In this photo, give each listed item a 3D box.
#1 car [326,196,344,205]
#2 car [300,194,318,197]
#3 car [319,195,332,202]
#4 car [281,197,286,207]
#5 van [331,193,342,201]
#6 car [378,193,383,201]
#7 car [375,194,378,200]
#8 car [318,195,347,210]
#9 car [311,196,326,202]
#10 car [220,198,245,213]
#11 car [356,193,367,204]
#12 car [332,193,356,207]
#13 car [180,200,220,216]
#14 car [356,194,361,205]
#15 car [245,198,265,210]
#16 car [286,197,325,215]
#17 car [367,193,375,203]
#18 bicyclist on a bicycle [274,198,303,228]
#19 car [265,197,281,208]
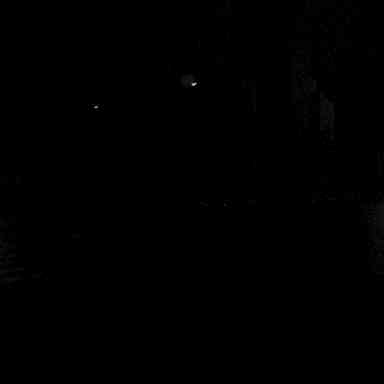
[{"bbox_3d":[23.194,1.354,53.943,1.812,1.442,4.674,-1,0,35],"label":"car"},{"bbox_3d":[16.423,1.340,44.163,2.128,1.511,4.902,-1,0,35],"label":"car"},{"bbox_3d":[29.453,1.427,73.439,1.802,1.307,4.206,0,0,35],"label":"car"},{"bbox_3d":[13.399,1.455,50.258,1.947,1.339,4.313,0,0,35],"label":"car"},{"bbox_3d":[35.872,1.186,82.713,1.690,1.788,3.998,-1,0,35],"label":"van"},{"bbox_3d":[42.875,1.359,77.848,1.802,1.307,4.206,-1,0,35],"label":"car"},{"bbox_3d":[36.552,1.303,68.717,1.752,1.417,4.829,-1,0,35],"label":"car"},{"bbox_3d":[17.193,1.377,40.763,1.887,1.381,4.507,0,0,35],"label":"car"},{"bbox_3d":[26.243,1.418,68.804,1.947,1.339,4.313,0,0,35],"label":"car"},{"bbox_3d":[3.766,1.366,36.348,1.967,1.590,4.097,0,0,35],"label":"car"},{"bbox_3d":[26.823,1.118,54.671,2.192,1.841,5.009,0,0,35],"label":"car"},{"bbox_3d":[20.403,1.137,45.400,2.192,1.841,5.009,0,0,35],"label":"car"},{"bbox_3d":[0.557,1.524,31.713,1.802,1.307,4.206,0,0,35],"label":"car"},{"bbox_3d":[23.614,1.378,50.034,1.947,1.339,4.313,0,0,35],"label":"car"},{"bbox_3d":[6.978,1.494,40.985,1.802,1.307,4.206,0,0,35],"label":"car"},{"bbox_3d":[10.773,1.424,31.491,1.947,1.339,4.313,0,0,35],"label":"car"},{"bbox_3d":[33.244,1.100,63.943,2.192,1.841,5.009,0,0,35],"label":"car"},{"bbox_3d":[5.304,1.177,18.392,1.656,1.620,0.582,-1,0,35],"label":"bicyclist on a bicycle"},{"bbox_3d":[10.092,1.426,45.481,1.752,1.417,4.829,0,0,35],"label":"car"}]
